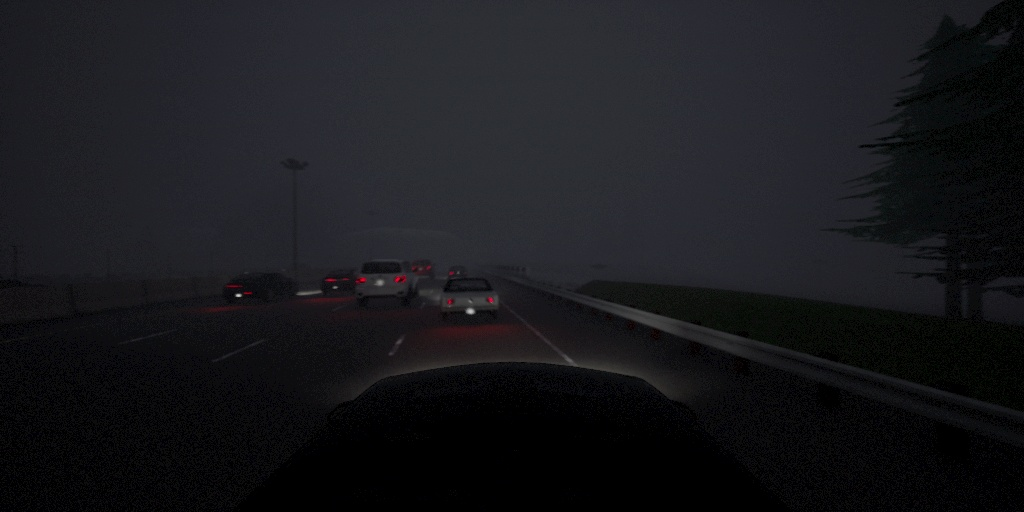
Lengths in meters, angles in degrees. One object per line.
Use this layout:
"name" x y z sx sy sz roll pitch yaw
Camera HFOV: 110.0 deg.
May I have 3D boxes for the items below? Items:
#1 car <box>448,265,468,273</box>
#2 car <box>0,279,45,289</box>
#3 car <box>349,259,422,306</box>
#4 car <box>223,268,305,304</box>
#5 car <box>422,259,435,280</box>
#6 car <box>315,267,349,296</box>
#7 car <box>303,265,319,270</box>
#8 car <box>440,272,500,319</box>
"car" -5.336 1.638 35.339 2.033 1.411 5.357 -1 0 -10
"car" -23.484 1.724 15.385 1.882 1.535 5.008 -1 0 -10
"car" -5.878 1.188 17.413 2.150 2.045 5.566 -1 0 -9
"car" -13.287 1.610 19.262 1.837 1.490 4.892 -1 0 -10
"car" -9.196 1.391 37.143 2.150 2.045 5.566 -1 -1 -9
"car" -10.258 1.568 22.362 2.128 1.511 4.902 -1 0 -10
"car" -30.192 2.425 55.793 1.895 1.301 4.718 -1 -1 -9
"car" -1.676 1.467 13.470 1.895 1.301 4.718 -1 0 -9
